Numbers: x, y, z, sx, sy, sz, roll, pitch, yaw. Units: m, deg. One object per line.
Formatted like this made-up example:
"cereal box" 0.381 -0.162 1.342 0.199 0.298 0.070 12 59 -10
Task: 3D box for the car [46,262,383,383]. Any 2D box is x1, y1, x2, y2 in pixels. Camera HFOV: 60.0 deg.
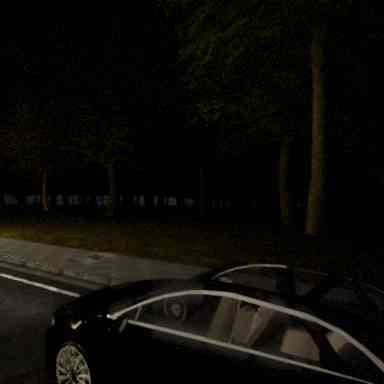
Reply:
"car" 0.483 1.505 3.341 4.902 1.511 2.128 0 0 35
